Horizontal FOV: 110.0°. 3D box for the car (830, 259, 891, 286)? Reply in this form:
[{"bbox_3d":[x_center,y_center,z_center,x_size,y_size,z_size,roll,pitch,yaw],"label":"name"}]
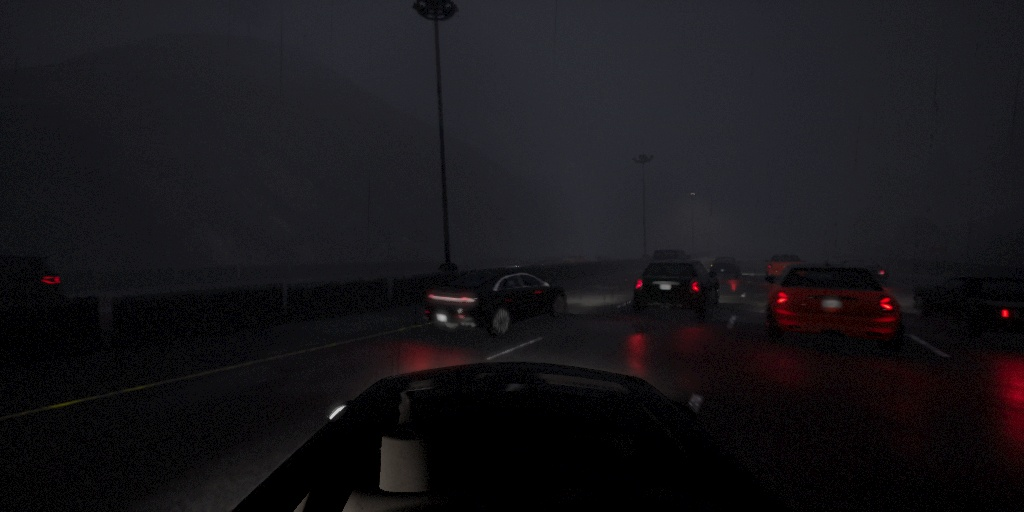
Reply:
[{"bbox_3d":[20.847,0.898,21.673,1.895,1.301,4.718,0,1,35],"label":"car"}]

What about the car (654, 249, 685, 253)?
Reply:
[{"bbox_3d":[12.463,0.504,28.004,2.150,2.045,5.566,0,1,35],"label":"car"}]

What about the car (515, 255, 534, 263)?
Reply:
[{"bbox_3d":[2.337,0.596,50.303,1.812,1.442,4.674,0,1,35],"label":"car"}]

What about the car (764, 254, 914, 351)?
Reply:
[{"bbox_3d":[7.597,0.939,8.892,2.097,1.767,4.553,0,1,35],"label":"car"}]

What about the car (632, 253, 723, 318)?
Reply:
[{"bbox_3d":[5.776,0.906,12.388,2.097,1.767,4.553,0,1,35],"label":"car"}]

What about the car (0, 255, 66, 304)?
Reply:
[{"bbox_3d":[-17.300,1.002,10.324,2.150,2.045,5.566,0,1,35],"label":"car"}]

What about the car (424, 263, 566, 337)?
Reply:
[{"bbox_3d":[-0.183,1.129,9.993,2.128,1.511,4.902,0,1,35],"label":"car"}]

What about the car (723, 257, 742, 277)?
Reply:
[{"bbox_3d":[16.231,0.786,27.281,1.812,1.442,4.674,0,1,35],"label":"car"}]

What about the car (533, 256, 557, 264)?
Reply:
[{"bbox_3d":[5.232,0.709,48.335,1.895,1.301,4.718,0,1,35],"label":"car"}]

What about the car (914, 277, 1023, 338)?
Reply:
[{"bbox_3d":[11.735,1.154,8.694,1.895,1.301,4.718,0,1,35],"label":"car"}]

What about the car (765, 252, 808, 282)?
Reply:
[{"bbox_3d":[18.006,0.646,23.717,2.097,1.767,4.553,0,1,35],"label":"car"}]

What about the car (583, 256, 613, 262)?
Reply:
[{"bbox_3d":[10.961,0.693,44.313,1.895,1.301,4.718,0,1,35],"label":"car"}]

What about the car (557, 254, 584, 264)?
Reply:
[{"bbox_3d":[8.113,0.580,46.347,1.882,1.535,5.008,0,1,35],"label":"car"}]
